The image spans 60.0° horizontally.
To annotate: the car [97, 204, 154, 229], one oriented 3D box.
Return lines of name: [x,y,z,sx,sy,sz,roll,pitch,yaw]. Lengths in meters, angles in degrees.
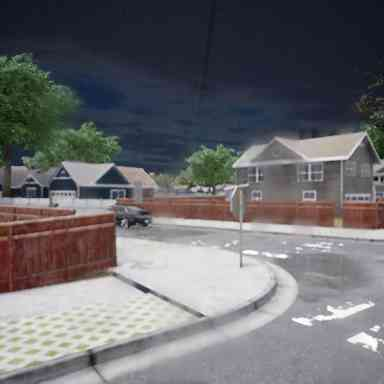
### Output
car: [-4.718,1.601,22.196,4.892,1.490,1.837,-1,-1,38]
